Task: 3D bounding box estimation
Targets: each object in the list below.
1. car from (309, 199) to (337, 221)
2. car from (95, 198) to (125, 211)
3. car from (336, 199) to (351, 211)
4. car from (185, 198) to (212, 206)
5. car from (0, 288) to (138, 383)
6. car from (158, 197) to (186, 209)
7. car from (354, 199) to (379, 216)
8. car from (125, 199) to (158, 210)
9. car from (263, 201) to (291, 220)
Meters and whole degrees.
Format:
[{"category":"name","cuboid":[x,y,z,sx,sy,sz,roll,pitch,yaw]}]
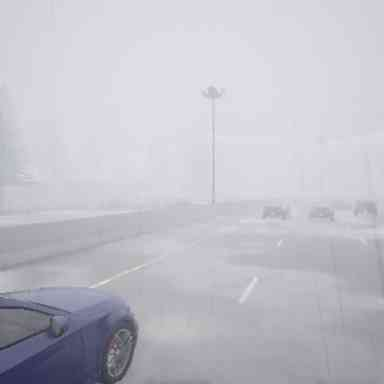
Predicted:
[{"category":"car","cuboid":[10.397,1.500,26.681,1.812,1.442,4.674,0,0,22]},{"category":"car","cuboid":[-9.947,1.477,41.482,2.128,1.511,4.902,0,0,26]},{"category":"car","cuboid":[17.765,1.523,40.213,1.994,1.385,4.181,0,0,35]},{"category":"car","cuboid":[1.382,1.499,40.745,1.812,1.442,4.674,0,0,28]},{"category":"car","cuboid":[-2.223,1.526,2.791,1.812,1.442,4.674,0,0,20]},{"category":"car","cuboid":[-1.776,1.453,42.242,1.882,1.535,5.008,0,0,28]},{"category":"car","cuboid":[16.935,1.467,32.360,1.837,1.490,4.892,-1,-1,28]},{"category":"car","cuboid":[-5.850,1.580,41.907,1.895,1.301,4.718,0,0,27]},{"category":"car","cuboid":[7.182,1.501,28.051,1.812,1.442,4.674,0,0,22]}]
